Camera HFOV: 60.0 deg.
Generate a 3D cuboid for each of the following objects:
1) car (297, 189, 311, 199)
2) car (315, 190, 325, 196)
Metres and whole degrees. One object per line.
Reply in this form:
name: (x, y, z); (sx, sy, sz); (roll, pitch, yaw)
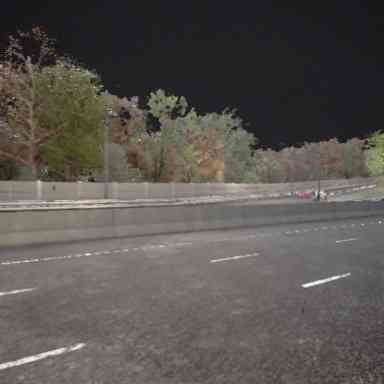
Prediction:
car: (24.653, 0.474, 73.005); (2.150, 2.045, 5.566); (0, 1, 32)
car: (33.275, 0.306, 86.314); (1.812, 1.442, 4.674); (0, 2, 34)
